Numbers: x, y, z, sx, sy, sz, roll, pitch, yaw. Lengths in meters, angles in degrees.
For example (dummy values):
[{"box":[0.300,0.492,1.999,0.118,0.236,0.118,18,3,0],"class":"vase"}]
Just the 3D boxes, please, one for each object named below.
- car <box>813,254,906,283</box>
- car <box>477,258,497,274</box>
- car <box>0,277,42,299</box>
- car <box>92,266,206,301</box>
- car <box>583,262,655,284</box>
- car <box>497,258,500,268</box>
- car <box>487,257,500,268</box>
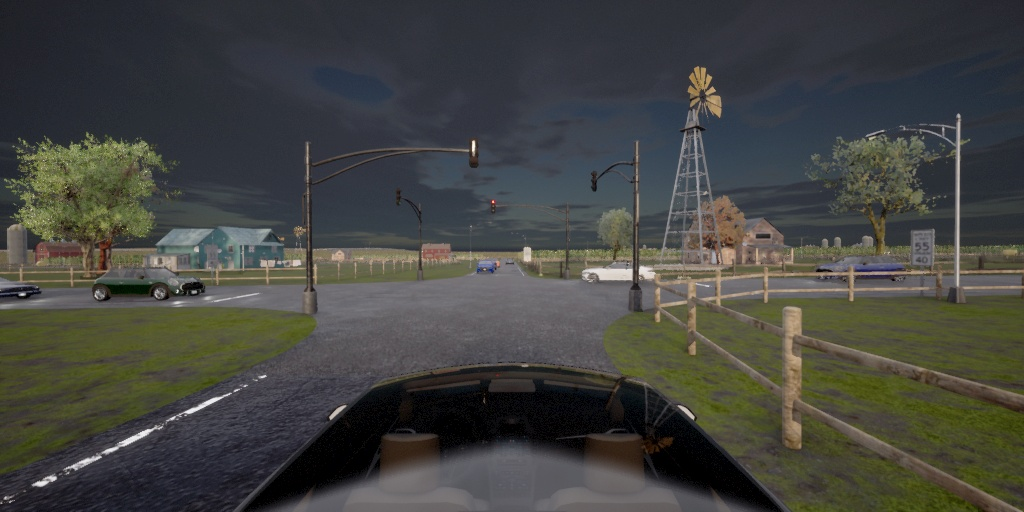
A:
[{"box":[22.128,0.743,22.974,4.553,1.767,2.097,-1,1,0],"class":"car"},{"box":[-3.045,1.218,41.958,1.882,1.535,5.008,0,0,-1],"class":"car"},{"box":[-28.693,1.696,19.043,5.357,1.411,2.033,-1,1,0],"class":"car"},{"box":[-19.175,1.370,19.086,4.553,1.767,2.097,-1,1,0],"class":"car"},{"box":[7.153,1.092,24.224,4.674,1.442,1.812,0,2,18],"class":"car"},{"box":[-3.115,1.287,51.862,2.033,1.411,5.357,0,0,-1],"class":"car"},{"box":[-3.161,1.092,61.895,2.097,1.767,4.553,0,0,0],"class":"car"}]
